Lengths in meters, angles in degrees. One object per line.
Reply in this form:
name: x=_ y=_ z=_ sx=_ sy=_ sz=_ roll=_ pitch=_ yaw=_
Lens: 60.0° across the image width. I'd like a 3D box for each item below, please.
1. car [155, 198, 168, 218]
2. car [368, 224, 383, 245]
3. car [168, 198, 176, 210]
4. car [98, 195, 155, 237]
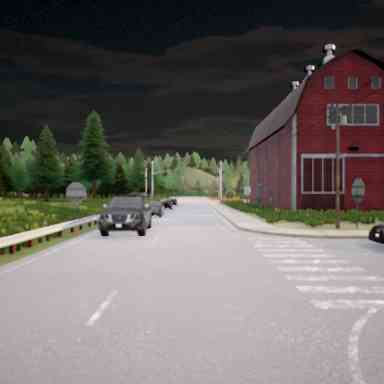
car: x=-3.519 y=1.480 z=29.998 sx=1.837 sy=1.490 sz=4.892 roll=0 pitch=0 yaw=0
car: x=9.406 y=1.553 z=13.239 sx=4.181 sy=1.385 sz=1.994 roll=0 pitch=0 yaw=2
car: x=-3.480 y=1.567 z=42.498 sx=1.895 sy=1.301 sz=4.718 roll=0 pitch=0 yaw=0
car: x=-3.486 y=1.206 z=18.292 sx=2.150 sy=2.045 sz=5.566 roll=0 pitch=0 yaw=-1
